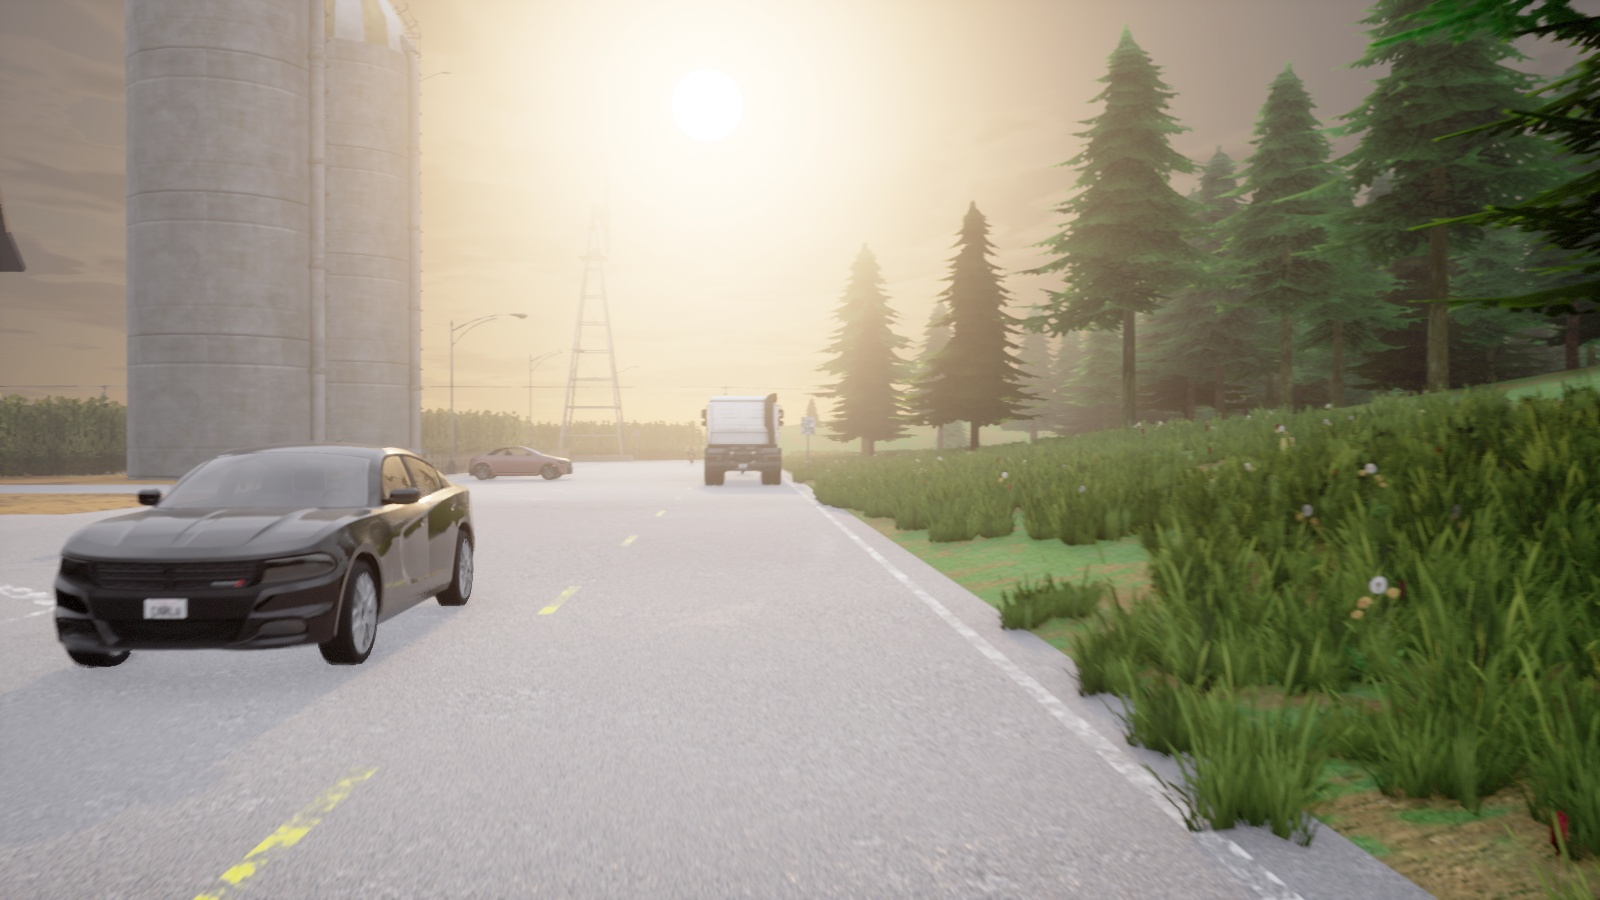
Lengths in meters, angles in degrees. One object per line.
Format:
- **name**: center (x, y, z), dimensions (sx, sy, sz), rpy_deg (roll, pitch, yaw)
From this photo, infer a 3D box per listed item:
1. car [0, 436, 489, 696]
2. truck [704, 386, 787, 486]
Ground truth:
- **car**: center (-3.925, 0.667, 9.943), dimensions (1.882, 1.535, 5.008), rpy_deg (0, 0, -3)
- **truck**: center (-2.074, -0.503, 47.553), dimensions (2.891, 3.462, 7.936), rpy_deg (0, 0, -3)
